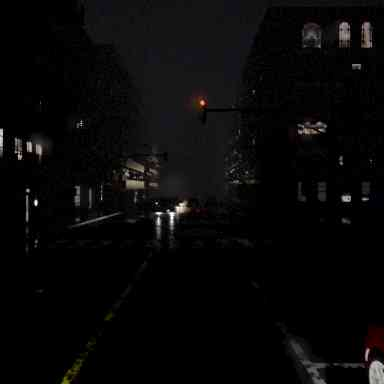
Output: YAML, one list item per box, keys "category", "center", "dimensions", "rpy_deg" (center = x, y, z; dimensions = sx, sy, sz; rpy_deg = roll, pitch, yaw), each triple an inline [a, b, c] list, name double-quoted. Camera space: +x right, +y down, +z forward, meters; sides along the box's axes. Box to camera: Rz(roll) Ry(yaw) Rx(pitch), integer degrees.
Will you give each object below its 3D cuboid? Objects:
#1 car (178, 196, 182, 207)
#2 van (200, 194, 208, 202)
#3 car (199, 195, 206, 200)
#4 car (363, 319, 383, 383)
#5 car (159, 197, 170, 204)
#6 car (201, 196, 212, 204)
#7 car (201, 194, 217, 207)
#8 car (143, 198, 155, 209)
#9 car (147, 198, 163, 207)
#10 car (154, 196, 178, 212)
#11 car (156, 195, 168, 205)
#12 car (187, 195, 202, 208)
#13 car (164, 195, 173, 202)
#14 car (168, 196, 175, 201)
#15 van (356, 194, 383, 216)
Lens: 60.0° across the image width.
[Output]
- category: "car"
  center: [-2.959, 1.541, 52.747]
  dimensions: [1.812, 1.442, 4.674]
  rpy_deg: [0, 0, 0]
- category: "van"
  center: [2.852, 1.379, 78.443]
  dimensions: [1.690, 1.788, 3.998]
  rpy_deg: [-1, 0, 0]
- category: "car"
  center: [2.890, 1.602, 95.027]
  dimensions: [1.887, 1.381, 4.507]
  rpy_deg: [-1, 0, 0]
- category: "car"
  center: [2.687, 1.544, 1.804]
  dimensions: [1.887, 1.381, 4.507]
  rpy_deg: [0, 0, 0]
- category: "car"
  center: [-5.551, 1.609, 67.411]
  dimensions: [1.802, 1.307, 4.206]
  rpy_deg: [-1, 0, 0]
- category: "car"
  center: [2.830, 1.577, 67.387]
  dimensions: [2.008, 1.369, 4.403]
  rpy_deg: [-1, 0, 0]
- category: "car"
  center: [2.793, 1.454, 50.804]
  dimensions: [1.967, 1.590, 4.097]
  rpy_deg: [-1, 0, 0]
- category: "car"
  center: [-5.598, 1.560, 45.299]
  dimensions: [2.008, 1.369, 4.403]
  rpy_deg: [0, 0, 0]
- category: "car"
  center: [-5.586, 1.580, 50.827]
  dimensions: [1.947, 1.339, 4.313]
  rpy_deg: [0, 0, 0]
- category: "car"
  center: [-3.009, 1.532, 39.304]
  dimensions: [1.812, 1.442, 4.674]
  rpy_deg: [0, 0, 0]
- category: "car"
  center: [-5.564, 1.462, 61.883]
  dimensions: [1.967, 1.590, 4.097]
  rpy_deg: [-1, 0, 0]
- category: "car"
  center: [0.210, 1.538, 49.596]
  dimensions: [1.812, 1.442, 4.674]
  rpy_deg: [0, 0, 0]
- category: "car"
  center: [-5.527, 1.563, 78.296]
  dimensions: [1.752, 1.417, 4.829]
  rpy_deg: [-1, 0, 0]
- category: "car"
  center: [-5.501, 1.632, 89.522]
  dimensions: [1.802, 1.307, 4.206]
  rpy_deg: [-1, 0, 0]
- category: "van"
  center: [15.701, 1.035, 27.347]
  dimensions: [3.998, 1.788, 1.690]
  rpy_deg: [-1, 1, -1]
